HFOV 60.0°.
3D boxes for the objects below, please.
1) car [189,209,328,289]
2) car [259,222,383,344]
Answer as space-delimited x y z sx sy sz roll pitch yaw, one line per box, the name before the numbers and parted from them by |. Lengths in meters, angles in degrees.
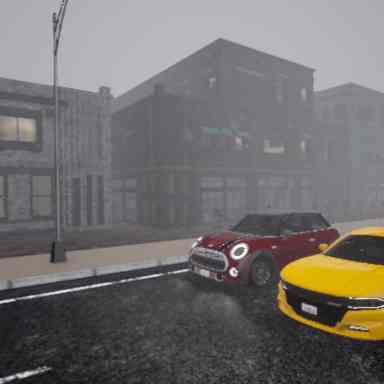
car | 2.132 1.317 9.196 4.553 1.767 2.097 0 0 -35
car | 3.768 1.445 6.372 5.008 1.535 1.882 0 0 -35
